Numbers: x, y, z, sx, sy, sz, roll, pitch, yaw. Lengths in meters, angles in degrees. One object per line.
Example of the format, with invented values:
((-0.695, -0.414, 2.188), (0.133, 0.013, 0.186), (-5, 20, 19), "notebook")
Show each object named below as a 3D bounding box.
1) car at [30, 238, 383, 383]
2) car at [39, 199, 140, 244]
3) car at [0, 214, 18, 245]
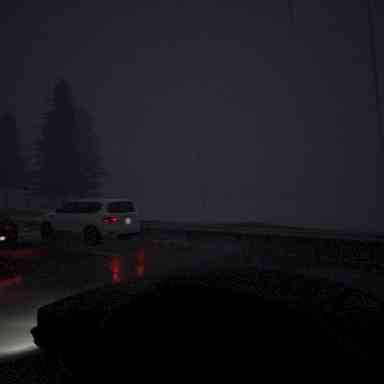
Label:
((0.423, 1.563, 3.688), (5.357, 1.411, 2.033), (-1, 0, 35), "car")
((-5.026, 1.343, 16.064), (5.566, 2.045, 2.150), (0, 0, 34), "car")
((-9.818, 1.655, 15.006), (4.892, 1.490, 1.837), (0, 0, 33), "car")
